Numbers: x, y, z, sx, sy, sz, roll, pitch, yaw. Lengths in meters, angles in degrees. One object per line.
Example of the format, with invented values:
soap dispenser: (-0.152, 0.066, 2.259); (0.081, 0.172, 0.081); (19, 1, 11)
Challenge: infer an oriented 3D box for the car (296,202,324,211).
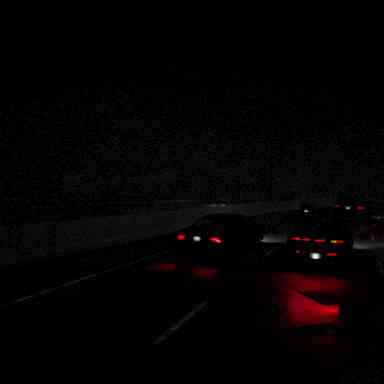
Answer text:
car: (10.656, 1.572, 29.627); (1.994, 1.385, 4.181); (0, 0, 32)

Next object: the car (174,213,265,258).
car: (1.293, 1.532, 12.774); (2.033, 1.411, 5.357); (0, 0, 27)

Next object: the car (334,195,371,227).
car: (12.700, 1.248, 26.308); (2.150, 2.045, 5.566); (0, 0, 32)

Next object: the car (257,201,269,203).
car: (12.934, 1.466, 57.357); (2.128, 1.511, 4.902); (0, 0, 39)

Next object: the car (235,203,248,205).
car: (9.051, 1.458, 58.101); (1.837, 1.490, 4.892); (0, 0, 38)

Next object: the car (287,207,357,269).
car: (4.514, 1.510, 11.382); (1.837, 1.490, 4.892); (0, 0, 27)
